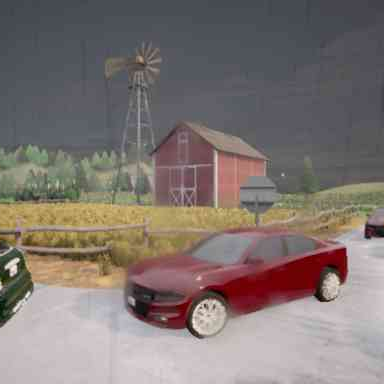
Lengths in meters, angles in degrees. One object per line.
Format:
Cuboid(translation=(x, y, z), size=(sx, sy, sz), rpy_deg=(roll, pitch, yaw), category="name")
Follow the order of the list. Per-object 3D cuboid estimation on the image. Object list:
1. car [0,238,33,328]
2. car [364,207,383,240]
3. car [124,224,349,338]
Cuboid(translation=(-5.018, 1.345, 5.018), size=(4.553, 1.767, 2.097), rpy_deg=(-1, 0, -13), category="car")
Cuboid(translation=(9.810, 1.468, 16.404), size=(1.882, 1.535, 5.008), rpy_deg=(0, 0, 35), category="car")
Cuboid(translation=(1.111, 1.473, 6.739), size=(5.008, 1.535, 1.882), rpy_deg=(0, 0, -34), category="car")
